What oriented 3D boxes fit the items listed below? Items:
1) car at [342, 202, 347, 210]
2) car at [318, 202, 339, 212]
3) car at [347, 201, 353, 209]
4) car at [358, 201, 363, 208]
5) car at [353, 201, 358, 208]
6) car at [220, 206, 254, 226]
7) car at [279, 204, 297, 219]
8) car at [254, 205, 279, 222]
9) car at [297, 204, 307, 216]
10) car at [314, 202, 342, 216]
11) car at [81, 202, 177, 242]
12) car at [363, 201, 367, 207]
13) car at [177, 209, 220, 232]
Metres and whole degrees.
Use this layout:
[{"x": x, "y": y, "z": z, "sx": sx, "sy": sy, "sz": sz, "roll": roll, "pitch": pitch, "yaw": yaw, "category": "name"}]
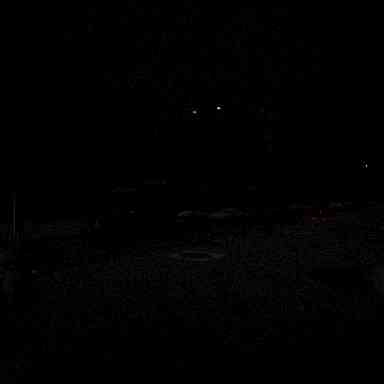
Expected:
[{"x": 24.726, "y": 2.366, "z": 57.054, "sx": 1.752, "sy": 1.417, "sz": 4.829, "roll": -1, "pitch": -1, "yaw": 35, "category": "car"}, {"x": 21.696, "y": 2.318, "z": 52.788, "sx": 2.008, "sy": 1.369, "sz": 4.403, "roll": -1, "pitch": -1, "yaw": 35, "category": "car"}, {"x": 27.953, "y": 2.484, "z": 61.596, "sx": 1.947, "sy": 1.339, "sz": 4.313, "roll": -1, "pitch": -1, "yaw": 35, "category": "car"}, {"x": 34.210, "y": 2.634, "z": 70.405, "sx": 1.947, "sy": 1.339, "sz": 4.313, "roll": -1, "pitch": -1, "yaw": 35, "category": "car"}, {"x": 31.082, "y": 2.575, "z": 66.001, "sx": 1.802, "sy": 1.307, "sz": 4.206, "roll": -1, "pitch": -1, "yaw": 35, "category": "car"}, {"x": 2.826, "y": 1.834, "z": 26.223, "sx": 1.752, "sy": 1.417, "sz": 4.829, "roll": -1, "pitch": -1, "yaw": 35, "category": "car"}, {"x": 9.181, "y": 2.030, "z": 35.170, "sx": 1.947, "sy": 1.339, "sz": 4.313, "roll": -1, "pitch": -1, "yaw": 35, "category": "car"}, {"x": 6.053, "y": 1.954, "z": 30.766, "sx": 1.947, "sy": 1.339, "sz": 4.313, "roll": -1, "pitch": -1, "yaw": 35, "category": "car"}, {"x": 12.310, "y": 2.091, "z": 39.575, "sx": 2.008, "sy": 1.369, "sz": 4.403, "roll": -1, "pitch": -1, "yaw": 35, "category": "car"}, {"x": 16.283, "y": 2.087, "z": 40.421, "sx": 2.128, "sy": 1.511, "sz": 4.902, "roll": 0, "pitch": -1, "yaw": 35, "category": "car"}, {"x": -3.333, "y": 1.473, "z": 17.556, "sx": 2.192, "sy": 1.841, "sz": 5.009, "roll": -1, "pitch": -1, "yaw": 35, "category": "car"}, {"x": 40.467, "y": 2.787, "z": 79.213, "sx": 1.947, "sy": 1.339, "sz": 4.313, "roll": -1, "pitch": -1, "yaw": 35, "category": "car"}, {"x": -0.205, "y": 1.817, "z": 21.956, "sx": 1.802, "sy": 1.307, "sz": 4.206, "roll": -1, "pitch": -1, "yaw": 35, "category": "car"}]
